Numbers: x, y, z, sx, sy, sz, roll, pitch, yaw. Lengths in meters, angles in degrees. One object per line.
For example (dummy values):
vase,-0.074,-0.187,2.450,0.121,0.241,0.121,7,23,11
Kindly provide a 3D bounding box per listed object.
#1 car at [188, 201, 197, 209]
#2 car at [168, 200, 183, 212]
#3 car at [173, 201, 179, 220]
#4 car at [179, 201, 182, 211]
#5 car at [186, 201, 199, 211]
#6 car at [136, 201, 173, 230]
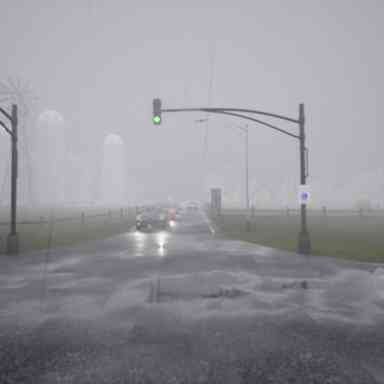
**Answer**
car,0.118,2.619,66.707,1.837,1.490,4.892,-1,-1,0
car,-2.712,2.298,55.292,2.097,1.767,4.553,-1,-1,1
car,-2.794,1.952,34.516,2.097,1.767,4.553,-1,-1,0
car,-2.769,2.322,45.055,2.033,1.411,5.357,-1,-1,0
car,0.094,2.429,56.287,2.128,1.511,4.902,-1,-1,0
car,-2.840,1.796,24.942,2.097,1.767,4.553,-1,-1,1
